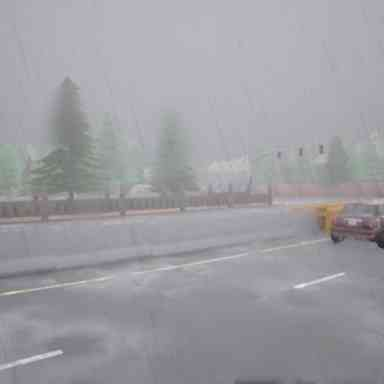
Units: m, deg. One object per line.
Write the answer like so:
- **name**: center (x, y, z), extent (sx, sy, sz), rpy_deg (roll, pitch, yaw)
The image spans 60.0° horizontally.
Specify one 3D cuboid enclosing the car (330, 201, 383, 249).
- **car**: center (7.754, 1.136, 13.689), extent (4.553, 1.767, 2.097), rpy_deg (-2, 1, -35)
